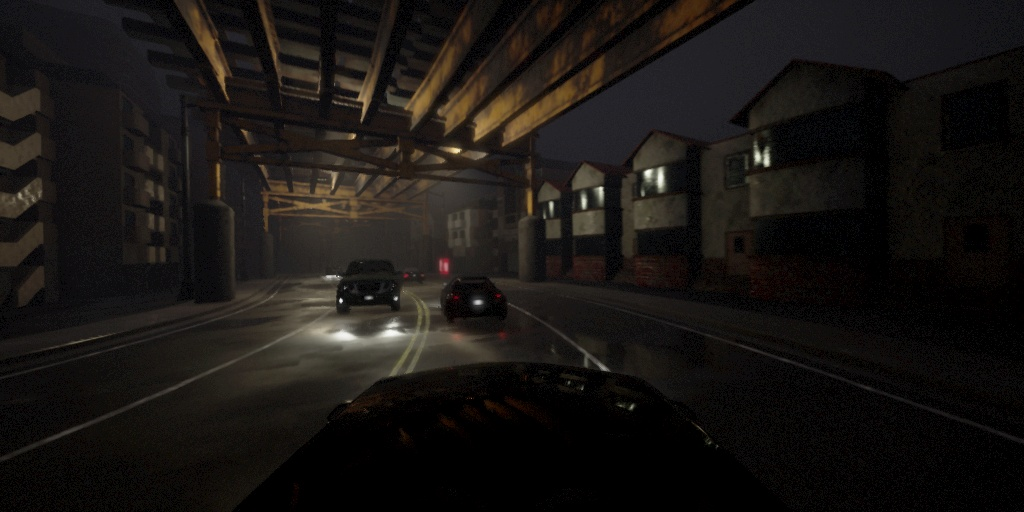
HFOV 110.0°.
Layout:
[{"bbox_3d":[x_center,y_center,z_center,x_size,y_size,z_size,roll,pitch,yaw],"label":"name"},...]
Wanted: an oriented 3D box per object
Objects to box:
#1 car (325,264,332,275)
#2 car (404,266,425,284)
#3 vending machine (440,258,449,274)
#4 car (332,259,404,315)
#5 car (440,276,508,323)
[{"bbox_3d":[-25.310,1.907,50.893,2.128,1.511,4.902,-1,0,-30],"label":"car"},{"bbox_3d":[-8.669,1.563,29.466,2.033,1.411,5.357,-1,0,-30],"label":"car"},{"bbox_3d":[-8.091,1.243,43.046,1.100,2.100,0.880,0,0,-30],"label":"vending machine"},{"bbox_3d":[-5.868,1.129,15.092,2.150,2.045,5.566,-1,0,-19],"label":"car"},{"bbox_3d":[-1.472,1.385,12.748,1.994,1.385,4.181,-1,0,-13],"label":"car"}]
